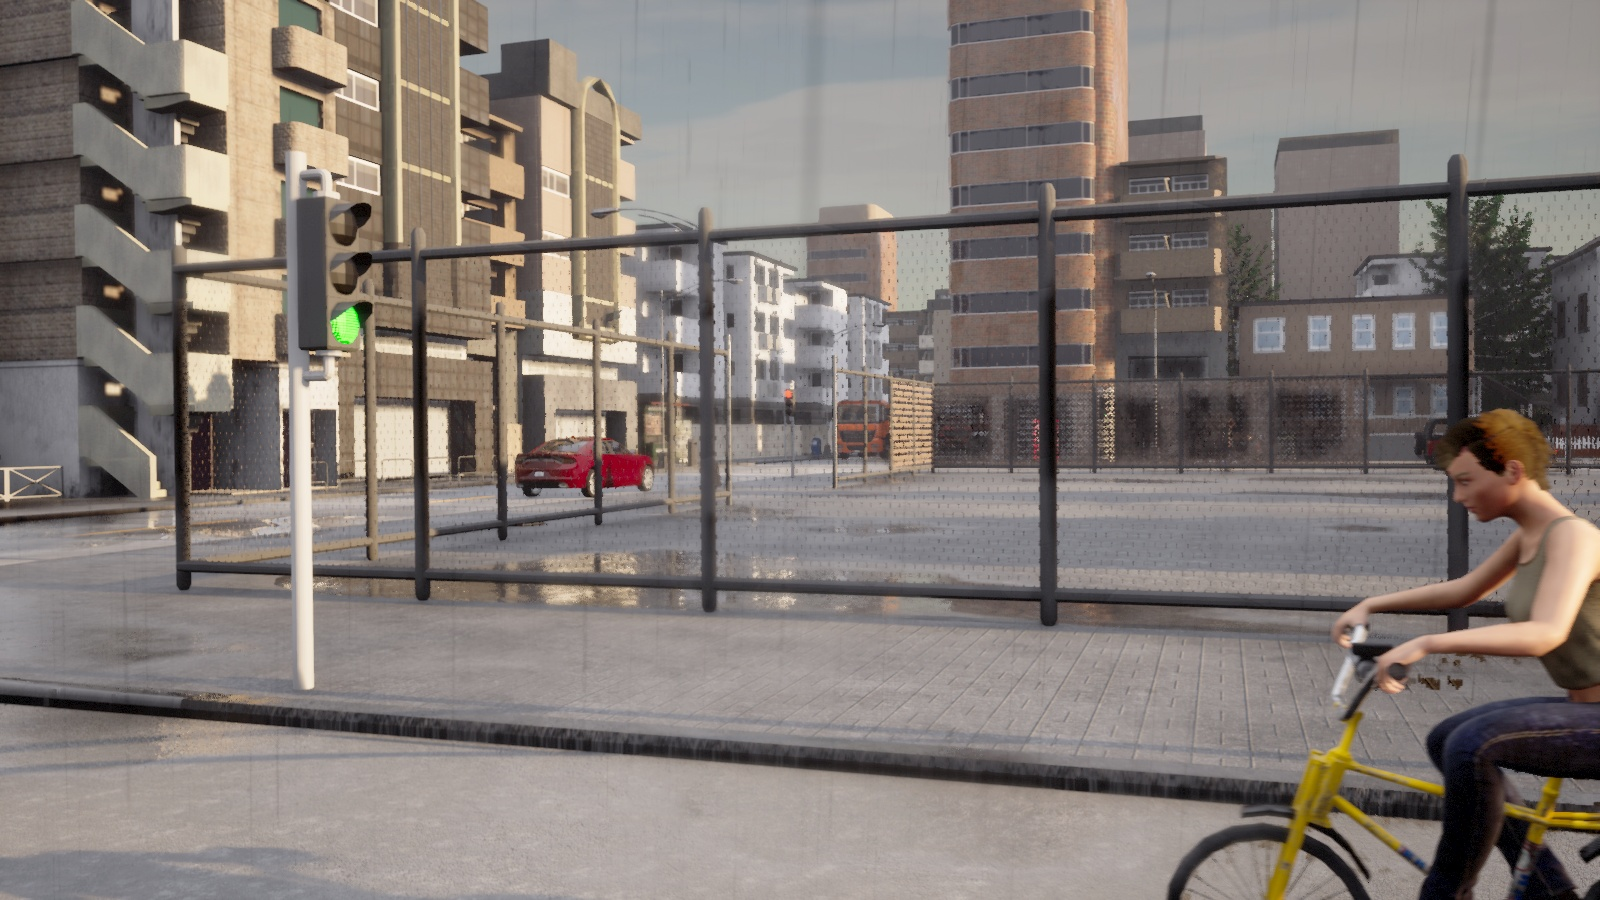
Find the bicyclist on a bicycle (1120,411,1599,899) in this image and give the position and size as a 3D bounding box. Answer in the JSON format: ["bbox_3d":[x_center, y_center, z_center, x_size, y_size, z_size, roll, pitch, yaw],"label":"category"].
[{"bbox_3d":[1.632,0.720,3.189,1.509,1.612,0.866,-1,0,18],"label":"bicyclist on a bicycle"}]

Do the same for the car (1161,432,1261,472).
[{"bbox_3d":[16.418,0.069,50.231,3.705,1.549,1.789,0,1,18],"label":"car"}]

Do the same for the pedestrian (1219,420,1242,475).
[{"bbox_3d":[14.508,-0.085,42.312,0.706,1.836,0.354,0,1,18],"label":"pedestrian"}]

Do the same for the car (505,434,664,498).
[{"bbox_3d":[-5.475,0.344,32.605,1.882,1.535,5.008,0,1,19],"label":"car"}]

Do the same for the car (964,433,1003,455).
[{"bbox_3d":[12.690,-0.425,86.593,1.837,1.490,4.892,0,1,19],"label":"car"}]

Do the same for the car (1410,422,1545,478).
[{"bbox_3d":[23.477,-0.028,43.646,3.866,1.878,1.905,0,1,19],"label":"car"}]

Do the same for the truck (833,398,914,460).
[{"bbox_3d":[4.471,-1.233,74.759,2.891,3.462,7.936,0,1,18],"label":"truck"}]
